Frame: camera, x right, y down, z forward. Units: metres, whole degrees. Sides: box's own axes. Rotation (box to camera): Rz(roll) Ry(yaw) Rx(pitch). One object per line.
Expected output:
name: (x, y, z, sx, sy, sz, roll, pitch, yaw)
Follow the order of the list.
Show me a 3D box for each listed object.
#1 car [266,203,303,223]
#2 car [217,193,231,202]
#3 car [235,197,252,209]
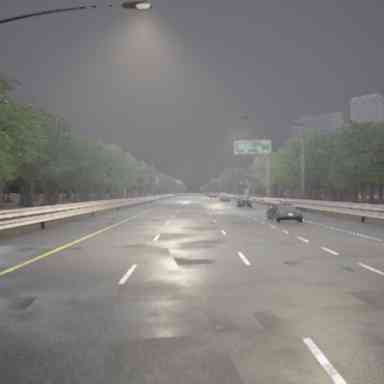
car: (7.034, 1.569, 25.687, 1.994, 1.385, 4.181, 0, 0, 0)
car: (7.248, 1.511, 74.016, 1.994, 1.385, 4.181, 0, 0, 0)
car: (7.110, 1.493, 46.187, 1.837, 1.490, 4.892, 0, 0, 0)
